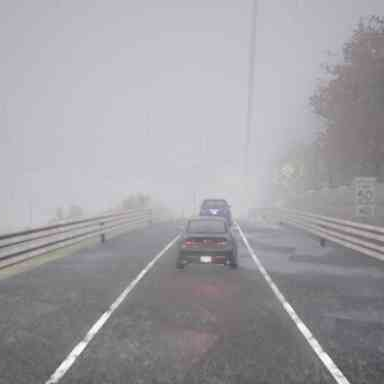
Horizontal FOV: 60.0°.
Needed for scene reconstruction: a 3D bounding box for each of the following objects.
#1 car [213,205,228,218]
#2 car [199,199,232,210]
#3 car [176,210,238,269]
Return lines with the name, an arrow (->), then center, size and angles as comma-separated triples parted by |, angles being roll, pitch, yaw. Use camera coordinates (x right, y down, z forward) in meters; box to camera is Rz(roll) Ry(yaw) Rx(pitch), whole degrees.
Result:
car -> 4.717, 3.188, 54.398 | 2.150, 2.045, 5.566 | 0, -5, 8
car -> 1.691, 1.533, 24.142 | 2.150, 2.045, 5.566 | 0, -2, 5
car -> 0.551, 1.623, 11.675 | 1.837, 1.490, 4.892 | 0, 0, 4
